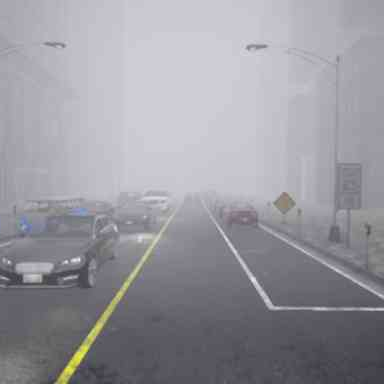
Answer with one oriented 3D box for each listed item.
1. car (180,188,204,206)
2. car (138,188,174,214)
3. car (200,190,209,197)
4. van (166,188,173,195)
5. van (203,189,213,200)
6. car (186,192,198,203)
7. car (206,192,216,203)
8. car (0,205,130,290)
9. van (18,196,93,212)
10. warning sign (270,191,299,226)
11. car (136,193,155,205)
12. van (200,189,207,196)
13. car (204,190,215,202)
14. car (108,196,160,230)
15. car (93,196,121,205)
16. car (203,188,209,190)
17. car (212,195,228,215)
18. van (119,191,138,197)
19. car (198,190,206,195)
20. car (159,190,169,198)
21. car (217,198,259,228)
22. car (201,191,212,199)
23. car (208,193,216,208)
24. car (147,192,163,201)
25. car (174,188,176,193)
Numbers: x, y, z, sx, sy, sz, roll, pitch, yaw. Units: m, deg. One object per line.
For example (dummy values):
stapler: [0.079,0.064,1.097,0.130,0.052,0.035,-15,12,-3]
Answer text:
car: [0.059,0.732,39.753,2.097,1.767,4.553,1,1,0]
car: [-3.086,0.728,29.394,2.150,2.045,5.566,1,1,0]
car: [2.750,0.294,74.970,1.967,1.590,4.097,0,1,0]
van: [-5.784,-0.081,86.025,1.690,1.788,3.998,0,1,0]
van: [2.761,0.457,58.394,1.690,1.788,3.998,0,1,0]
car: [-0.005,0.751,49.442,1.812,1.442,4.674,1,1,0]
car: [2.772,0.989,36.467,1.752,1.417,4.829,0,1,0]
car: [-3.137,1.329,8.745,2.128,1.511,4.902,1,1,-3]
van: [-5.770,1.059,14.210,1.690,1.788,3.998,0,1,0]
warning sign: [5.081,0.896,18.333,1.300,1.860,1.060,1,1,0]
car: [-5.778,0.859,41.835,1.802,1.307,4.206,0,1,0]
van: [2.748,0.107,80.492,1.690,1.788,3.998,0,1,0]
car: [2.765,0.836,47.347,1.887,1.381,4.507,0,1,0]
car: [-3.086,1.202,18.766,1.812,1.442,4.674,1,1,0]
car: [-5.773,1.173,19.738,1.887,1.381,4.507,0,1,0]
car: [2.764,0.519,52.868,2.192,1.841,5.009,0,1,0]
car: [2.778,1.187,25.249,1.887,1.381,4.507,0,1,0]
van: [-5.774,0.794,30.782,1.690,1.788,3.998,0,1,0]
car: [2.740,0.144,91.545,2.008,1.369,4.403,0,1,0]
car: [-5.782,0.367,69.286,1.752,1.417,4.829,0,1,0]
car: [2.781,1.275,19.724,1.887,1.381,4.507,0,1,0]
car: [2.756,0.579,63.922,2.008,1.369,4.403,0,1,0]
car: [2.775,1.099,30.773,1.887,1.381,4.507,0,1,0]
car: [-5.780,0.653,52.883,2.008,1.369,4.403,0,1,0]
car: [-5.783,-0.020,80.500,2.192,1.841,5.009,0,1,0]
